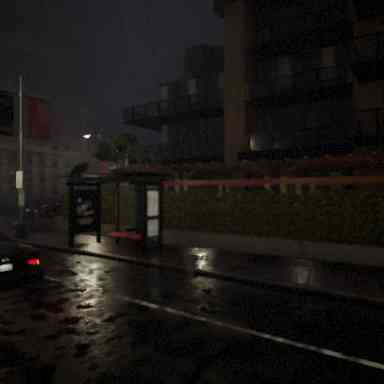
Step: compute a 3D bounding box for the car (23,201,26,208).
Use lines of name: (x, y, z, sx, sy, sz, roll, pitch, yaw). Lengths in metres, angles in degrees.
car: (-21.442, 1.481, 46.839, 1.882, 1.535, 5.008, 0, 0, 35)

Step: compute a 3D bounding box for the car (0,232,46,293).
car: (-5.727, 1.548, 8.053, 5.357, 1.411, 2.033, 0, 0, 36)

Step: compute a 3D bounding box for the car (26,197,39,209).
car: (-18.944, 1.508, 44.297, 1.837, 1.490, 4.892, 0, 0, 36)

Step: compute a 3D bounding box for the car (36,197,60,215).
car: (-12.415, 1.493, 33.271, 2.128, 1.511, 4.902, 0, 0, 35)
